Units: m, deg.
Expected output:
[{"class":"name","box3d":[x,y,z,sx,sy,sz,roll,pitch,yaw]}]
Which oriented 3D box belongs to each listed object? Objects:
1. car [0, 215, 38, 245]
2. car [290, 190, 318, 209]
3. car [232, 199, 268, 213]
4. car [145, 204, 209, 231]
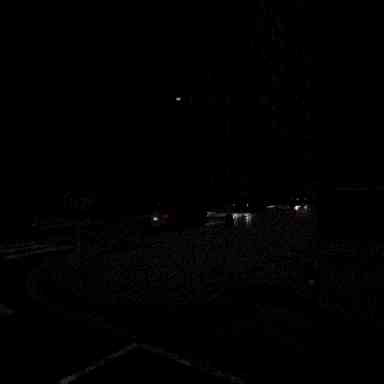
[{"class":"car","box3d":[-8.932,1.490,12.922,2.033,1.411,5.357,-1,0,36]},{"class":"car","box3d":[13.094,0.853,38.389,2.150,2.045,5.566,-1,0,36]},{"class":"car","box3d":[5.905,1.336,33.457,1.895,1.301,4.718,-1,0,36]},{"class":"car","box3d":[-0.766,1.367,19.032,1.994,1.385,4.181,-1,0,35]}]
